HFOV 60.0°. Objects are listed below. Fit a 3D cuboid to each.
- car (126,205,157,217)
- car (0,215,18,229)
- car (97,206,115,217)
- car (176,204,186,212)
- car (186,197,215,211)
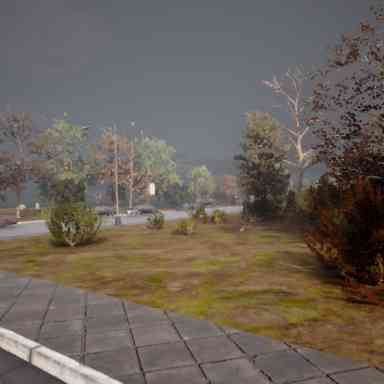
[{"bbox_3d":[-6.521,2.399,43.174,2.128,1.511,4.902,-3,-2,32],"label":"car"},{"bbox_3d":[-17.040,2.394,26.821,2.033,1.411,5.357,-3,-2,34],"label":"car"},{"bbox_3d":[-11.739,2.534,41.455,2.128,1.511,4.902,-3,-2,32],"label":"car"},{"bbox_3d":[-1.018,2.754,58.327,1.994,1.385,4.181,-3,-2,32],"label":"car"},{"bbox_3d":[1.905,1.897,56.466,2.150,2.045,5.566,-3,-2,32],"label":"car"}]
